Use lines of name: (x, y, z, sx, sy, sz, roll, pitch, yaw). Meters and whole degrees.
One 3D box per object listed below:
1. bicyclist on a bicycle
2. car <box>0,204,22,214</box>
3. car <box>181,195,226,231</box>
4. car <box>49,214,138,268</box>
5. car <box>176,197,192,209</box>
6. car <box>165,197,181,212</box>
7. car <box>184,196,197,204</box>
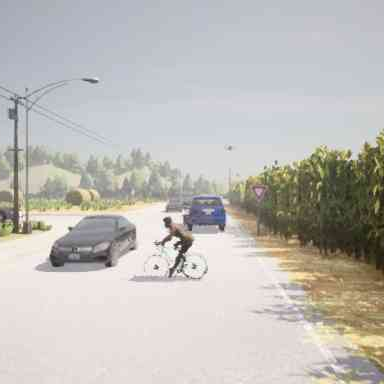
bicyclist on a bicycle: (-0.442, 1.454, 8.467, 1.656, 1.620, 0.582, -2, 0, 3)
car: (-15.093, 1.463, 24.645, 4.902, 1.511, 2.128, 0, 0, 3)
car: (0.699, 1.221, 20.775, 2.150, 2.045, 5.566, 0, 0, -4)
car: (-3.108, 1.525, 11.475, 1.812, 1.442, 4.674, 0, 0, 3)
car: (-1.087, 1.501, 47.759, 1.837, 1.490, 4.892, 0, 0, 3)
car: (-1.773, 1.503, 37.891, 1.837, 1.490, 4.892, 0, 0, 7)
car: (-0.189, 1.544, 62.772, 2.033, 1.411, 5.357, 0, 0, 4)
